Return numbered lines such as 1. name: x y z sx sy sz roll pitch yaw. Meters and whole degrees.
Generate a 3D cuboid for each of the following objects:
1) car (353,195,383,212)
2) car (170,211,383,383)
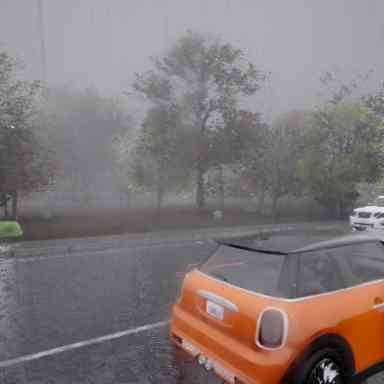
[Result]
1. car: 11.316 1.174 18.371 5.566 2.045 2.150 0 0 -26
2. car: 2.028 1.339 4.893 4.553 1.767 2.097 0 0 -33
